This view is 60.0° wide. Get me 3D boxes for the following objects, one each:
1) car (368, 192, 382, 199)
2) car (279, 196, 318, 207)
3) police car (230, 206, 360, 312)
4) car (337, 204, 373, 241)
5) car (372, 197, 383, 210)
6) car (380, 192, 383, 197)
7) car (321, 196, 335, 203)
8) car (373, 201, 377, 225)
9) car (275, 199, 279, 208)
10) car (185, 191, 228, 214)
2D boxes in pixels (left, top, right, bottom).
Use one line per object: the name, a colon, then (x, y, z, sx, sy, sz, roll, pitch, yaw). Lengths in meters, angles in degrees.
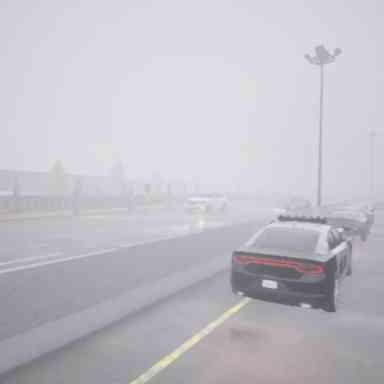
car: (36.462, 1.041, 64.693, 5.566, 2.045, 2.150, 0, 1, -40)
car: (10.769, 1.323, 33.450, 2.128, 1.511, 4.902, 1, 1, 31)
police car: (2.657, 1.379, 7.939, 1.930, 1.638, 5.238, 1, 1, 31)
car: (7.691, 1.476, 16.453, 1.812, 1.442, 4.674, 1, 1, 31)
car: (22.028, 1.563, 38.256, 1.895, 1.301, 4.718, 1, 1, 34)
car: (28.996, 1.325, 47.735, 2.097, 1.767, 4.553, 1, 1, 41)
car: (26.114, 1.384, 64.920, 1.895, 1.301, 4.718, 1, 1, 44)
car: (10.746, 1.474, 21.617, 1.812, 1.442, 4.674, 1, 1, 31)
car: (12.108, 1.259, 42.273, 2.128, 1.511, 4.902, 1, 1, 33)
car: (1.472, 0.922, 31.544, 2.150, 2.045, 5.566, 1, 1, 31)
